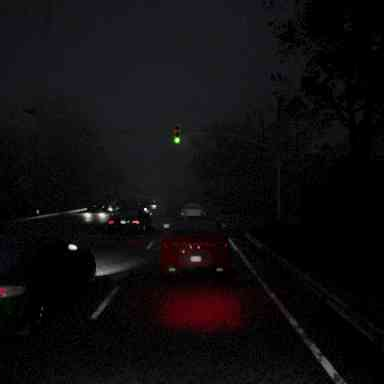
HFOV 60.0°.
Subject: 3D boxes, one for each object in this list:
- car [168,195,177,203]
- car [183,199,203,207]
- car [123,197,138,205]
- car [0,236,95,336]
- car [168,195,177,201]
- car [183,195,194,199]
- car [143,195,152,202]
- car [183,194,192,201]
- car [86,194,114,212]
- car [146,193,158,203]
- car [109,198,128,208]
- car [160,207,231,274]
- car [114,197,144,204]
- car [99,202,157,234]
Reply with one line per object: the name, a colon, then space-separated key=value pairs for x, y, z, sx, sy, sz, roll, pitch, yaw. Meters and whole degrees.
car: x=-4.094 y=1.507 z=69.019 sx=2.033 sy=1.411 sz=5.357 roll=0 pitch=0 yaw=-2
car: x=0.081 y=1.516 z=24.069 sx=1.812 sy=1.442 sz=4.674 roll=0 pitch=0 yaw=0
car: x=-10.834 y=1.578 z=58.748 sx=1.895 sy=1.301 sz=4.718 roll=0 pitch=0 yaw=-1
car: x=-3.403 y=1.561 z=6.692 sx=1.994 sy=1.385 sz=4.181 roll=0 pitch=0 yaw=0
car: x=-4.603 y=1.417 z=79.474 sx=2.033 sy=1.411 sz=5.357 roll=0 pitch=0 yaw=-3
car: x=-0.626 y=1.526 z=69.948 sx=1.994 sy=1.385 sz=4.181 roll=0 pitch=0 yaw=-2
car: x=-7.211 y=1.507 z=47.668 sx=1.812 sy=1.442 sz=4.674 roll=0 pitch=0 yaw=0
car: x=-1.109 y=1.355 z=79.676 sx=1.882 sy=1.535 sz=5.008 roll=0 pitch=0 yaw=-3
car: x=-10.628 y=1.206 z=39.312 sx=2.150 sy=2.045 sz=5.566 roll=0 pitch=0 yaw=2
car: x=-7.344 y=1.200 z=59.069 sx=2.150 sy=2.045 sz=5.566 roll=0 pitch=0 yaw=-1
car: x=-10.721 y=1.545 z=48.698 sx=1.994 sy=1.385 sz=4.181 roll=0 pitch=0 yaw=-1
car: x=0.093 y=1.473 z=10.548 sx=1.882 sy=1.535 sz=5.008 roll=0 pitch=0 yaw=0
car: x=-7.117 y=1.532 z=38.090 sx=2.033 sy=1.411 sz=5.357 roll=0 pitch=0 yaw=-1
car: x=-3.415 y=1.540 z=18.988 sx=2.033 sy=1.411 sz=5.357 roll=0 pitch=0 yaw=0
